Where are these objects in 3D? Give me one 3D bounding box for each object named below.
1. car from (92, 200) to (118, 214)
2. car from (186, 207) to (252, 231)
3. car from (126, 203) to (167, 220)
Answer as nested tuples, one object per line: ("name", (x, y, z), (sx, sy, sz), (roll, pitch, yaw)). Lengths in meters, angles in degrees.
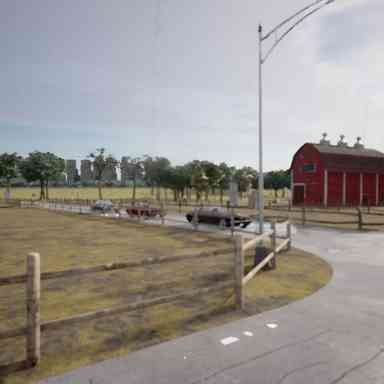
("car", (-10.020, 1.648, 38.054), (1.812, 1.442, 4.674), (-1, 0, -35))
("car", (1.644, 1.632, 21.498), (1.895, 1.301, 4.718), (-1, 1, -36))
("car", (-4.110, 1.660, 29.642), (1.895, 1.301, 4.718), (-1, 0, -35))
